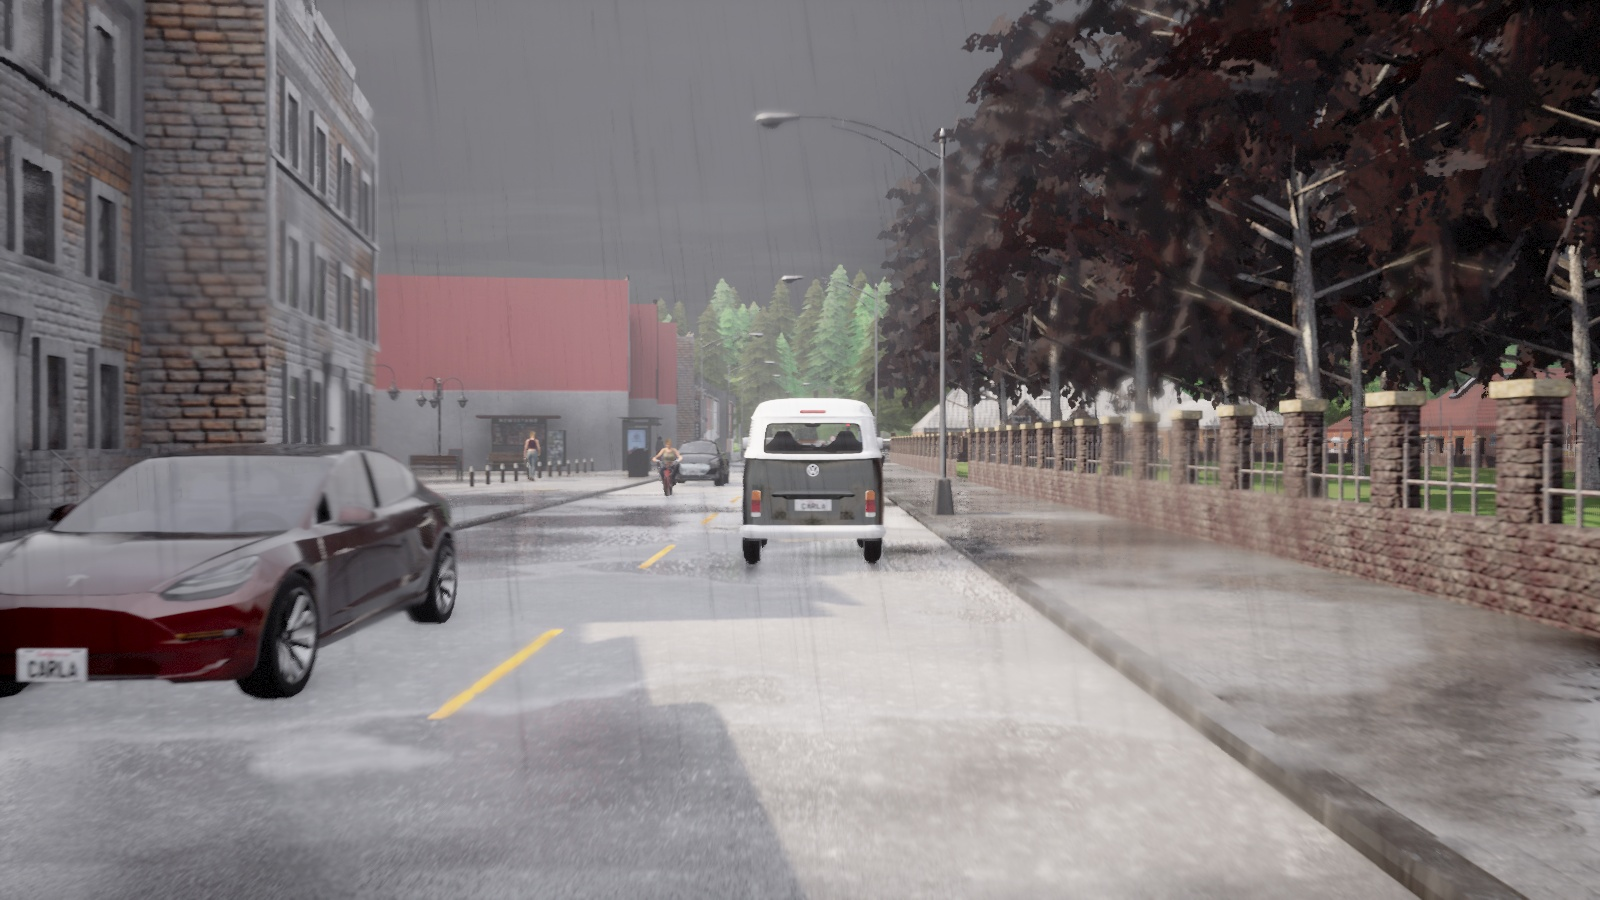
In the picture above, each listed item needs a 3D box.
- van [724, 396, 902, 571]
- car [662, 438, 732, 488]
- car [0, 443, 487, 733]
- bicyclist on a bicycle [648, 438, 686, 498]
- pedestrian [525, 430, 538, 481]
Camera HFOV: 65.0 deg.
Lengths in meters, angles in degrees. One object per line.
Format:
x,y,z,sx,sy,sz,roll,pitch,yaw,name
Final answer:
0.168,0.375,16.884,2.069,2.038,4.480,0,0,0,van
-3.587,0.423,44.515,2.033,1.649,4.856,0,0,1,car
-3.902,0.693,8.836,2.163,1.488,4.792,0,0,0,car
-3.673,0.484,34.813,0.866,1.612,1.509,0,0,1,bicyclist on a bicycle
-9.761,0.191,45.630,0.345,1.836,0.594,0,0,2,pedestrian
